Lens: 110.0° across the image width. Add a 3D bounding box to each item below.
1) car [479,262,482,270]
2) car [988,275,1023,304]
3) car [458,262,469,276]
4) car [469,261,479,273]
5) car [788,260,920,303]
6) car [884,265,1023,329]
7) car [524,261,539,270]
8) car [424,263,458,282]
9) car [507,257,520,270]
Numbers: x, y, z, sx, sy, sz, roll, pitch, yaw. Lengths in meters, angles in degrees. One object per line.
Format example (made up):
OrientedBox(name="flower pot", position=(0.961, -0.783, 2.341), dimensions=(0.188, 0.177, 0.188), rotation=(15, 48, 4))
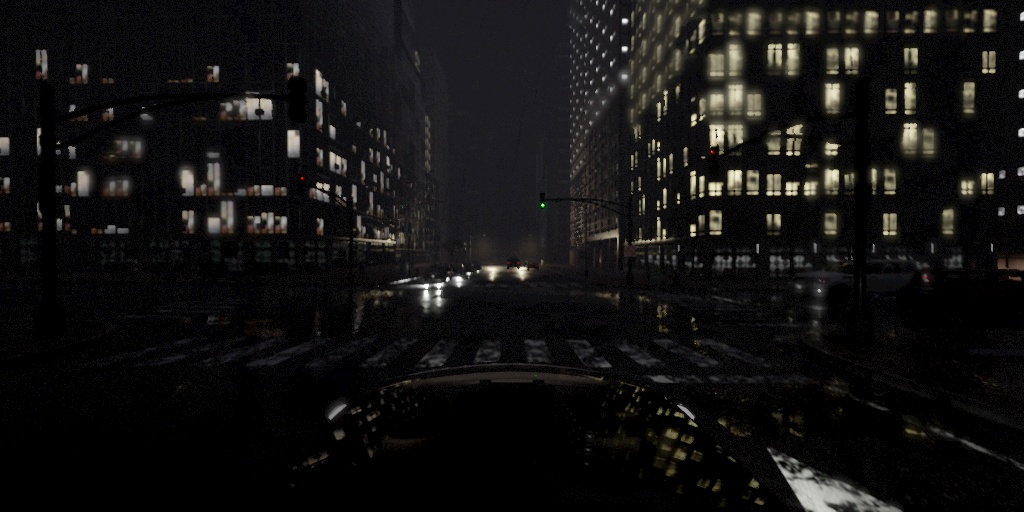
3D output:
OrientedBox(name="car", position=(-6.324, 1.569, 61.345), dimensions=(1.882, 1.535, 5.008), rotation=(0, 0, 1))
OrientedBox(name="car", position=(26.967, 1.672, 17.561), dimensions=(4.718, 1.301, 1.895), rotation=(0, 1, 1))
OrientedBox(name="car", position=(-6.448, 1.583, 41.233), dimensions=(1.895, 1.301, 4.718), rotation=(0, 0, 0))
OrientedBox(name="car", position=(-6.401, 1.583, 51.004), dimensions=(2.033, 1.411, 5.357), rotation=(0, 0, 1))
OrientedBox(name="car", position=(17.053, 1.207, 17.764), dimensions=(5.566, 2.045, 2.150), rotation=(1, 1, 1))
OrientedBox(name="car", position=(16.230, 1.348, 12.004), dimensions=(5.009, 1.841, 2.192), rotation=(0, 0, 1))
OrientedBox(name="car", position=(3.587, 1.697, 62.181), dimensions=(1.895, 1.301, 4.718), rotation=(0, 0, 0))
OrientedBox(name="car", position=(-6.485, 1.422, 31.953), dimensions=(2.128, 1.511, 4.902), rotation=(0, 0, 0))
OrientedBox(name="car", position=(0.240, 1.319, 62.472), dimensions=(2.150, 2.045, 5.566), rotation=(0, 0, 0))
